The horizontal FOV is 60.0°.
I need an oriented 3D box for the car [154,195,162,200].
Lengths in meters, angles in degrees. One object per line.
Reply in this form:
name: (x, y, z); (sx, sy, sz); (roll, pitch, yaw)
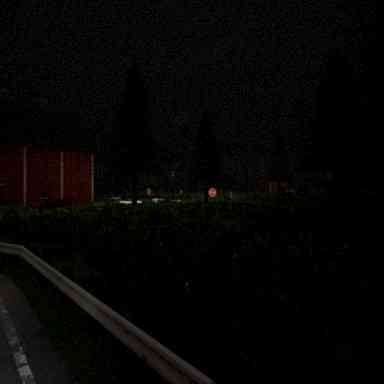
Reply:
car: (-4.864, 1.591, 51.205); (1.994, 1.385, 4.181); (0, 0, 34)

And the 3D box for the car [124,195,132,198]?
car: (-16.561, 1.530, 89.707); (1.816, 1.474, 4.193); (0, 0, 33)

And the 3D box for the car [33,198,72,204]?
car: (-16.749, 1.500, 39.712); (1.882, 1.535, 5.008); (0, 0, 33)
